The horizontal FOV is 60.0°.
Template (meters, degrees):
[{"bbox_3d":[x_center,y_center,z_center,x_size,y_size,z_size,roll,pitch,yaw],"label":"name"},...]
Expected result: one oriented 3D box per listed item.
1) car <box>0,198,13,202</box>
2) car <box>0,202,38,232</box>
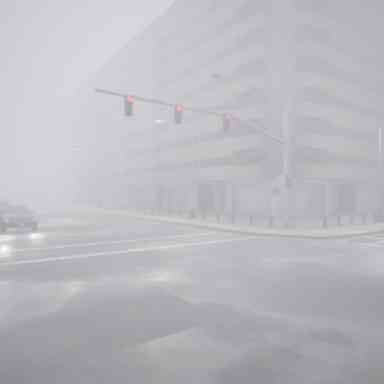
[{"bbox_3d":[-15.965,1.528,27.715,1.837,1.490,4.892,0,0,-35],"label":"car"},{"bbox_3d":[-10.751,1.542,20.317,1.812,1.442,4.674,0,0,-35],"label":"car"}]
